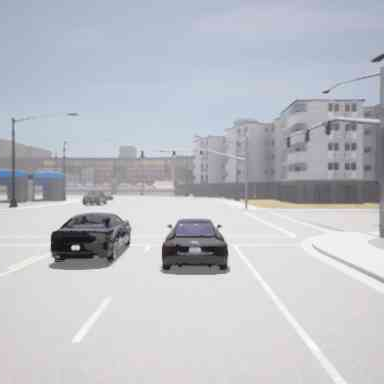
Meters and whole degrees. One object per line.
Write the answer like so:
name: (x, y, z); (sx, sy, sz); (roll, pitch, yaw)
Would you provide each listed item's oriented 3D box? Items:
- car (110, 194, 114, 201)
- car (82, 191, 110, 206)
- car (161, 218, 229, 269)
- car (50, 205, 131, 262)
car: (-16.068, 1.005, 63.005); (1.895, 1.301, 4.718); (0, 1, -23)
car: (-13.467, 0.843, 46.186); (2.150, 2.045, 5.566); (0, 1, -1)
car: (0.090, 1.562, 11.162); (1.994, 1.385, 4.181); (0, 0, 0)
car: (-3.457, 1.469, 12.208); (1.882, 1.535, 5.008); (0, 0, -1)
